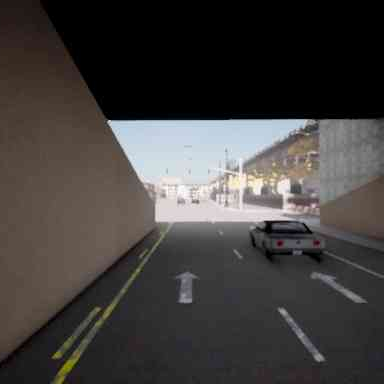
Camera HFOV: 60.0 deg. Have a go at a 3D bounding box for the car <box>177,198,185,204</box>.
[{"bbox_3d":[-2.622,2.246,81.991,2.128,1.511,4.902,0,-1,1],"label":"car"}]

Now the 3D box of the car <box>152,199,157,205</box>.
[{"bbox_3d":[-9.675,2.385,79.989,1.837,1.490,4.892,0,-1,1],"label":"car"}]

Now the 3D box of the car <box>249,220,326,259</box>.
[{"bbox_3d":[3.521,1.749,13.263,1.895,1.301,4.718,0,-1,0],"label":"car"}]

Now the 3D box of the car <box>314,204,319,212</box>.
[{"bbox_3d":[17.563,1.931,43.353,4.974,1.542,2.038,1,-1,-45],"label":"car"}]

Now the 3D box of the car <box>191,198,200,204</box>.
[{"bbox_3d":[0.877,2.272,81.901,1.994,1.385,4.181,0,-1,1],"label":"car"}]
